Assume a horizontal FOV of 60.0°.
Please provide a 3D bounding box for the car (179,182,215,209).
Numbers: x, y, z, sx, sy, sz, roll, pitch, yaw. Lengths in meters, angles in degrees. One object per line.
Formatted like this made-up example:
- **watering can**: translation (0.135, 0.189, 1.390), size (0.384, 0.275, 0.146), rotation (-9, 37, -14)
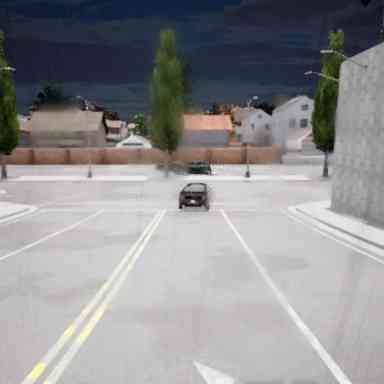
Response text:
- **car**: translation (0.370, 0.091, 21.895), size (1.882, 1.535, 5.008), rotation (0, 7, 7)

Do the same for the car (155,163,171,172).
- **car**: translation (-2.395, -3.325, 43.104), size (4.718, 1.301, 1.895), rotation (0, 10, -1)

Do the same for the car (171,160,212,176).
- **car**: translation (0.079, -2.963, 39.662), size (4.553, 1.767, 2.097), rotation (0, 10, -1)
